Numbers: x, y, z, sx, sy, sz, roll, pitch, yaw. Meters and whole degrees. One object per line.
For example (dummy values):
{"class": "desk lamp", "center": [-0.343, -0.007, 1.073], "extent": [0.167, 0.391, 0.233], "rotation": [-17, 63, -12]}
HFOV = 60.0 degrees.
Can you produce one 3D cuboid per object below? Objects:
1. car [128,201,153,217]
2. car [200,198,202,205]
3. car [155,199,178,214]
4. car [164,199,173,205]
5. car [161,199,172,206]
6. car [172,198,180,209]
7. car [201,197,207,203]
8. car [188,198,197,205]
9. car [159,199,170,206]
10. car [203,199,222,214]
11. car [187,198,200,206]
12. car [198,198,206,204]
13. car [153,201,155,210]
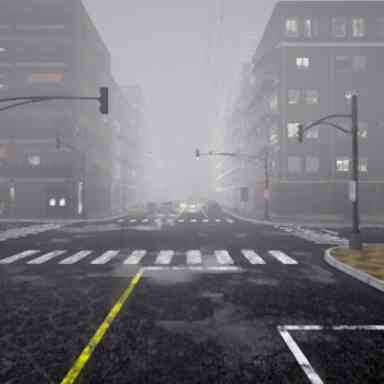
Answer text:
{"class": "car", "center": [-5.666, 1.866, 35.503], "extent": [1.752, 1.417, 4.829], "rotation": [1, -1, 0]}
{"class": "car", "center": [2.724, 2.135, 57.748], "extent": [1.802, 1.307, 4.206], "rotation": [1, -1, 0]}
{"class": "car", "center": [-3.069, 1.919, 41.105], "extent": [1.812, 1.442, 4.674], "rotation": [0, -1, 0]}
{"class": "car", "center": [-5.646, 2.315, 79.859], "extent": [1.887, 1.381, 4.507], "rotation": [1, -1, 0]}
{"class": "car", "center": [-5.649, 2.267, 74.336], "extent": [2.008, 1.369, 4.403], "rotation": [1, -1, 0]}
{"class": "car", "center": [-3.026, 2.090, 56.607], "extent": [2.033, 1.411, 5.357], "rotation": [0, -1, 1]}
{"class": "car", "center": [2.721, 1.887, 46.703], "extent": [1.967, 1.590, 4.097], "rotation": [1, -1, 0]}
{"class": "car", "center": [0.037, 2.217, 77.446], "extent": [2.033, 1.411, 5.357], "rotation": [0, -1, 0]}
{"class": "car", "center": [-5.651, 2.186, 68.643], "extent": [1.752, 1.417, 4.829], "rotation": [1, -1, 0]}
{"class": "car", "center": [2.717, 1.938, 41.178], "extent": [1.887, 1.381, 4.507], "rotation": [1, -1, 0]}
{"class": "car", "center": [0.032, 2.000, 67.411], "extent": [2.097, 1.767, 4.553], "rotation": [0, -1, 0]}
{"class": "car", "center": [2.741, 2.444, 90.887], "extent": [1.947, 1.339, 4.313], "rotation": [1, -1, 0]}
{"class": "car", "center": [-5.661, 1.993, 46.719], "extent": [1.887, 1.381, 4.507], "rotation": [1, -1, 0]}
